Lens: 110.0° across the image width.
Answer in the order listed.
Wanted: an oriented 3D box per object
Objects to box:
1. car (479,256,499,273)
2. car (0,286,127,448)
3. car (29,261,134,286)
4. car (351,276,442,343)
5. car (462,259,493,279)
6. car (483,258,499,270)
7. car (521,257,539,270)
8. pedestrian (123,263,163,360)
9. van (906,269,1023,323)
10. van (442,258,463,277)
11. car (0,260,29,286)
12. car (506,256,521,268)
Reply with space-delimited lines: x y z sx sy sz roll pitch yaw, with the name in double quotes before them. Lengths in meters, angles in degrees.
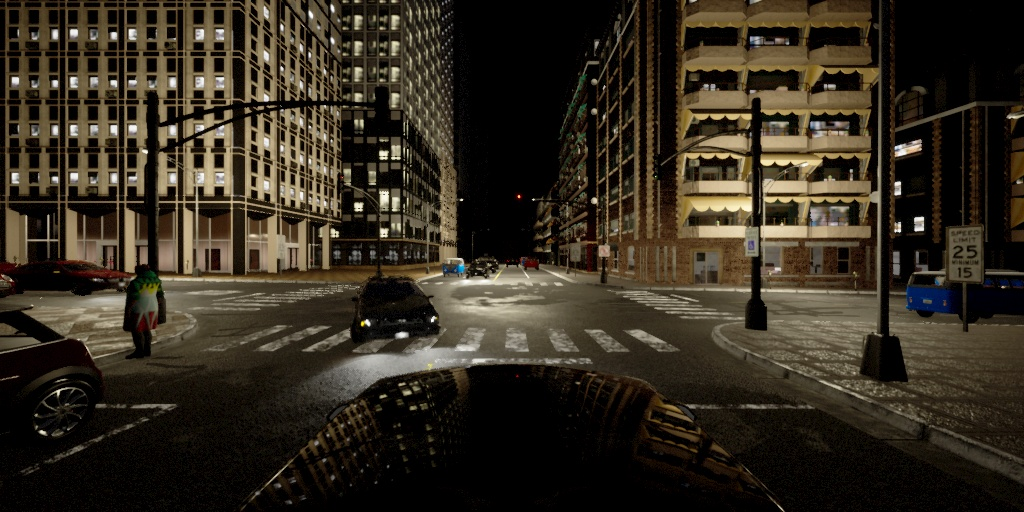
"car" -3.044 0.981 42.878 2.150 2.045 5.566 0 0 1
"car" -5.689 1.190 2.323 1.967 1.591 4.097 0 0 0
"car" -19.399 0.933 15.699 4.674 1.442 1.812 1 0 0
"car" -3.421 1.281 10.142 2.033 1.411 5.357 1 1 -24
"car" -3.058 1.260 32.756 1.837 1.490 4.892 0 0 0
"car" -3.031 1.117 53.194 2.097 1.767 4.553 0 0 0
"car" 2.749 1.079 51.441 2.192 1.841 5.009 0 0 0
"pedestrian" -7.306 1.043 7.078 0.375 1.860 0.375 0 0 0
"van" 16.926 1.453 13.013 3.998 1.789 1.690 0 0 0
"van" -5.650 1.096 34.797 1.690 1.789 3.998 0 0 0
"car" -21.133 0.818 13.109 4.097 1.591 1.967 0 0 0
"car" 0.077 0.993 63.900 2.150 2.045 5.566 0 0 0
